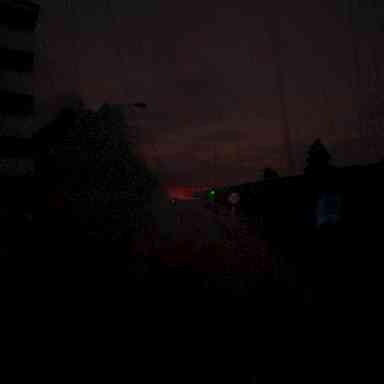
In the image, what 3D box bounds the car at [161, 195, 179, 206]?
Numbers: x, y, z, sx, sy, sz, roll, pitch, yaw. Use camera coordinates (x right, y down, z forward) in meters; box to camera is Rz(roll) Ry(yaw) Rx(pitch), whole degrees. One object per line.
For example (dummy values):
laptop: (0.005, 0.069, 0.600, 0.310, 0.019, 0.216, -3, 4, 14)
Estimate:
car: (-4.021, 1.598, 61.144, 2.097, 1.767, 4.553, 0, -1, 1)
